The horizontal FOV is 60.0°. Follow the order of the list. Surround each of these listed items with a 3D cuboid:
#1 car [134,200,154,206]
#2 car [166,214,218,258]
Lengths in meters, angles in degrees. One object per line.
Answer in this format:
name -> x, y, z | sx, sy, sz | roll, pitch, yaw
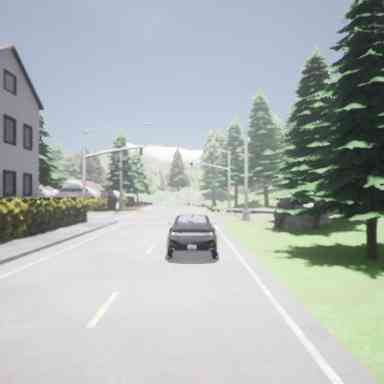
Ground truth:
car -> -10.542, 2.380, 71.270 | 4.718, 1.301, 1.895 | 0, -1, 18
car -> 0.018, 1.641, 13.488 | 2.128, 1.511, 4.902 | 0, 0, 0
